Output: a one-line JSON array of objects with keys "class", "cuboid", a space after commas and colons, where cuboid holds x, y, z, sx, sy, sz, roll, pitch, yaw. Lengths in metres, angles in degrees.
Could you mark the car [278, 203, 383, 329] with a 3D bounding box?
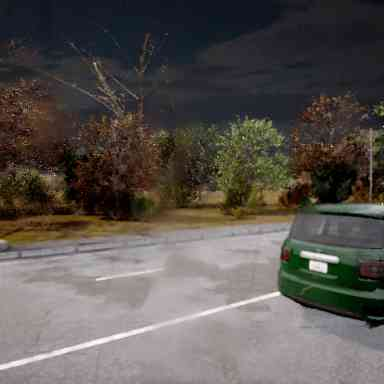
[{"class": "car", "cuboid": [4.133, 1.231, 6.691, 5.566, 2.045, 2.150, 0, 0, -35]}]
